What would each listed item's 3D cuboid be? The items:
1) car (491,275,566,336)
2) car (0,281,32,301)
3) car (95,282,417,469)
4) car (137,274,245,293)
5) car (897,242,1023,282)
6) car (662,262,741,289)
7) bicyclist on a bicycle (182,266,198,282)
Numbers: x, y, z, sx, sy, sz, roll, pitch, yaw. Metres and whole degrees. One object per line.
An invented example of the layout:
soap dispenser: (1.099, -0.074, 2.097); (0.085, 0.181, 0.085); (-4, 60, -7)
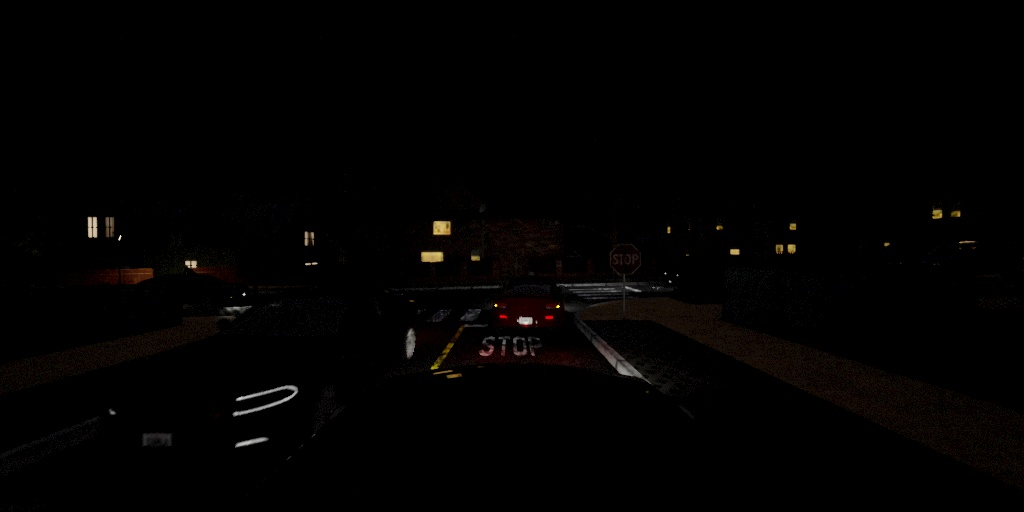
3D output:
car: (0.558, 1.277, 10.329); (1.812, 1.442, 4.674); (0, 0, 6)
car: (-24.882, 1.792, 16.518); (5.008, 1.535, 1.882); (-1, 1, 0)
car: (-2.885, 1.228, 5.424); (1.882, 1.535, 5.008); (0, 0, 0)
car: (-14.792, 1.580, 16.535); (4.892, 1.490, 1.837); (-1, 1, 0)
car: (24.474, 0.326, 19.546); (5.566, 2.045, 2.150); (-2, 1, 0)
car: (10.812, 1.028, 19.530); (4.718, 1.301, 1.895); (-1, 1, 0)
bicyclist on a bicycle: (-20.172, 1.417, 22.371); (0.582, 1.620, 1.656); (-1, 1, 0)
